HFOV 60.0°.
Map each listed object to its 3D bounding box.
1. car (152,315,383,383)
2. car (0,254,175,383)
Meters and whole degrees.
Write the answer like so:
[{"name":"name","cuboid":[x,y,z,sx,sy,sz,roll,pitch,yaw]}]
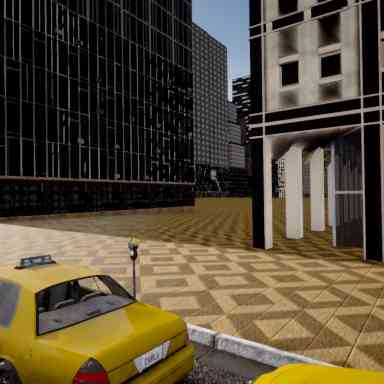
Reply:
[{"name":"car","cuboid":[2.247,1.525,1.291,4.829,1.417,1.752,0,-1,35]},{"name":"car","cuboid":[-2.256,1.527,4.487,4.829,1.417,1.752,0,-1,35]}]
